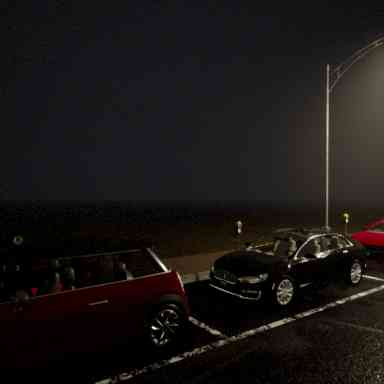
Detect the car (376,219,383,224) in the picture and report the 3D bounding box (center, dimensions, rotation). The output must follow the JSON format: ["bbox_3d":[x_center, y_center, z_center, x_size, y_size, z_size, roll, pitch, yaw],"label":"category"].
[{"bbox_3d":[6.902,1.547,11.012,4.507,1.381,1.887,0,1,-35],"label":"car"}]

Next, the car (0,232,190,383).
[{"bbox_3d":[-2.111,1.440,4.581,4.097,1.590,1.967,0,1,-35],"label":"car"}]

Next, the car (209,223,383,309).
[{"bbox_3d":[2.395,1.552,7.797,4.403,1.369,2.008,0,1,-35],"label":"car"}]
